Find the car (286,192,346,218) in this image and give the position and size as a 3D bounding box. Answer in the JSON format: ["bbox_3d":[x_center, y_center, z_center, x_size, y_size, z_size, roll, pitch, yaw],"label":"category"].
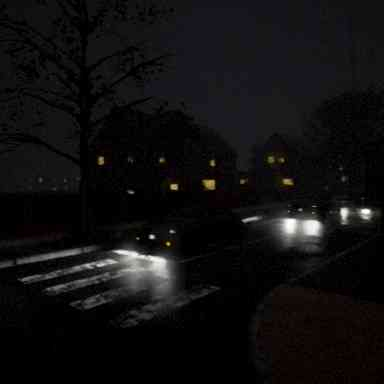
[{"bbox_3d":[7.315,0.725,19.845,1.994,1.385,4.181,1,3,42],"label":"car"}]

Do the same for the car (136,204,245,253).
[{"bbox_3d":[0.080,1.138,11.827,1.994,1.385,4.181,1,3,42],"label":"car"}]

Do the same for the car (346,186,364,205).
[{"bbox_3d":[14.018,0.256,27.259,1.882,1.535,5.008,1,3,42],"label":"car"}]
